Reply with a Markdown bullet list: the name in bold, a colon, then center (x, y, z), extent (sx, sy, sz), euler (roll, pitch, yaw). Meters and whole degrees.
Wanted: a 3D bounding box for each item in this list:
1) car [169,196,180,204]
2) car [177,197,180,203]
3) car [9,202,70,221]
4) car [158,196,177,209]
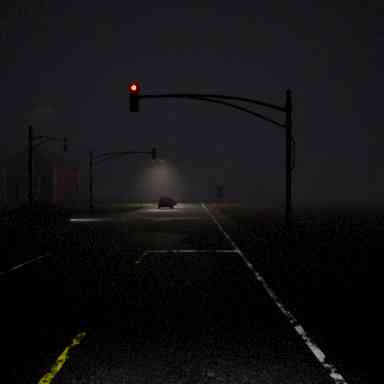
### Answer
- **car**: center (-3.429, 1.537, 65.017), extent (1.895, 1.301, 4.718), euler (0, 0, 1)
- **car**: center (-3.484, 1.478, 55.089), extent (1.812, 1.442, 4.674), euler (0, 0, 1)
- **car**: center (-11.571, 1.464, 25.410), extent (4.181, 1.385, 1.994), euler (0, 1, -13)
- **car**: center (-3.511, 1.444, 45.226), extent (1.882, 1.535, 5.008), euler (0, 0, 0)
